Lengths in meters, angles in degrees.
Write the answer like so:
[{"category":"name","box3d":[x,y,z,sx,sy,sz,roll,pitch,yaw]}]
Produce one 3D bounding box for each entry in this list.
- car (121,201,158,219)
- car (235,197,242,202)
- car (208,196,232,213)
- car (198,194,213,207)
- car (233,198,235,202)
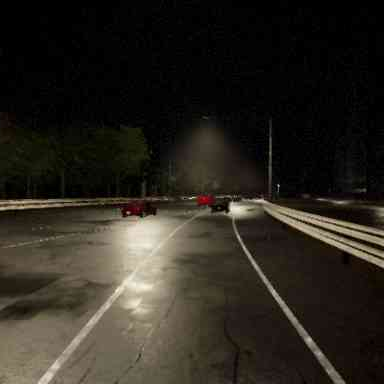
[{"category":"car","box3d":[-4.544,1.521,29.209,1.812,1.442,4.674,1,0,16]},{"category":"car","box3d":[12.242,1.954,88.912,1.994,1.385,4.181,0,0,16]},{"category":"car","box3d":[3.405,1.584,38.802,1.882,1.535,5.008,0,0,10]},{"category":"car","box3d":[2.516,1.362,54.273,2.150,2.045,5.566,0,0,16]},{"category":"car","box3d":[7.381,1.783,71.583,1.837,1.490,4.892,0,0,16]}]
